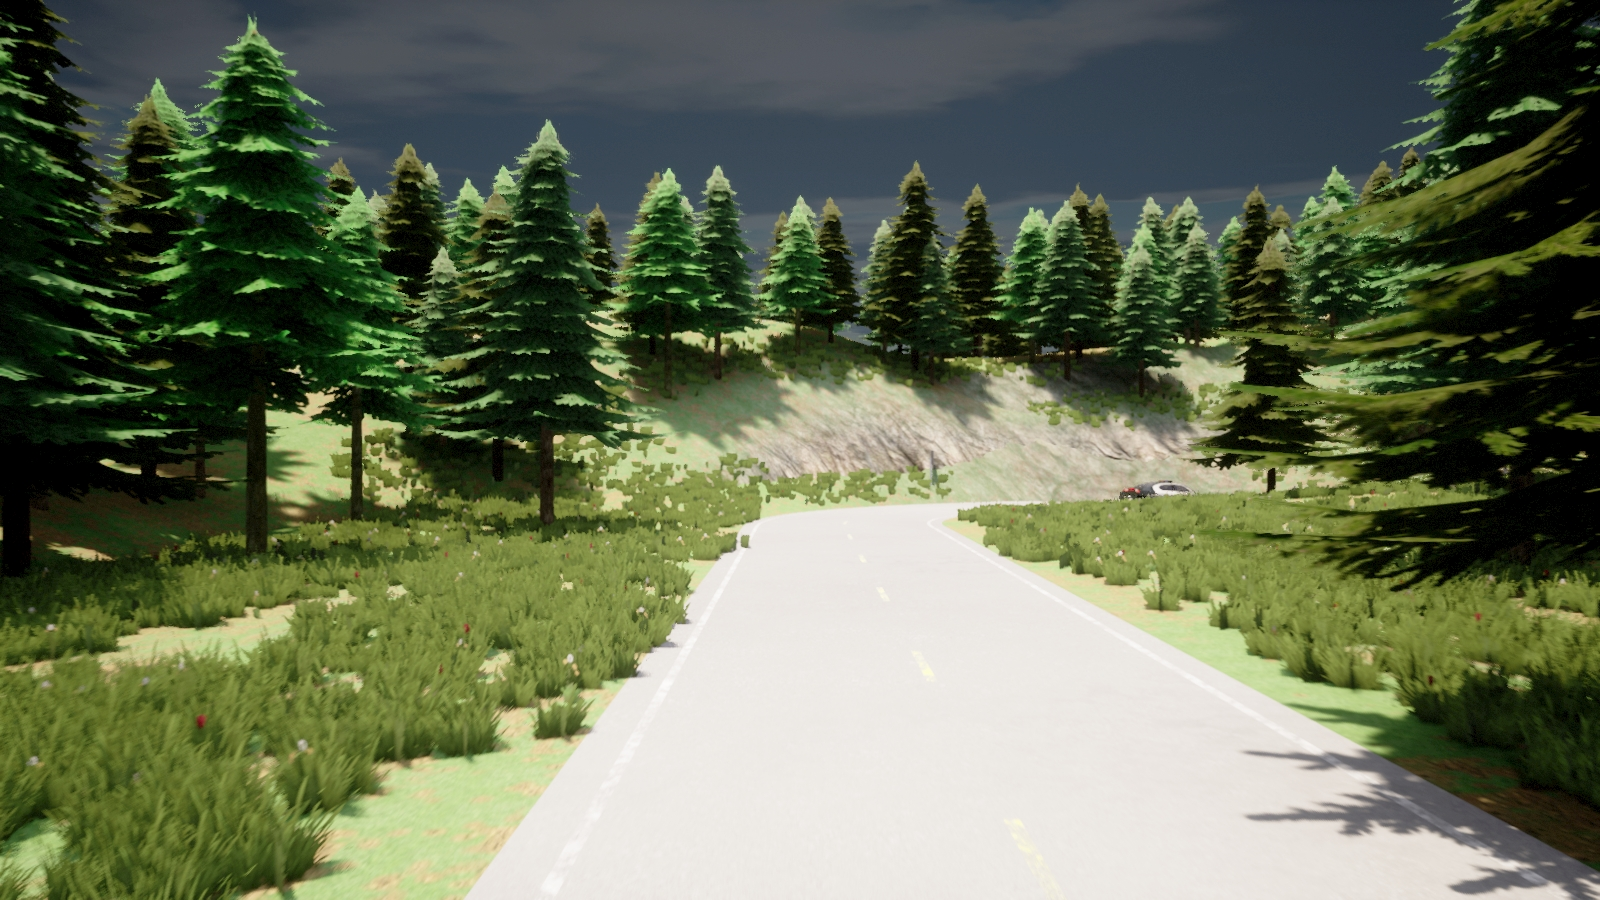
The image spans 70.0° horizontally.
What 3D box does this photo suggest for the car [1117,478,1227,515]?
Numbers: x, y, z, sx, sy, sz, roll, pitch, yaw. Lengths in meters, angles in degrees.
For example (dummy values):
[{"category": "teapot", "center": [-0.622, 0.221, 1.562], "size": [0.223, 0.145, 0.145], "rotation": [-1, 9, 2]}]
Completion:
[{"category": "car", "center": [19.151, 2.372, 58.899], "size": [4.974, 1.542, 2.038], "rotation": [4, -1, -13]}]
